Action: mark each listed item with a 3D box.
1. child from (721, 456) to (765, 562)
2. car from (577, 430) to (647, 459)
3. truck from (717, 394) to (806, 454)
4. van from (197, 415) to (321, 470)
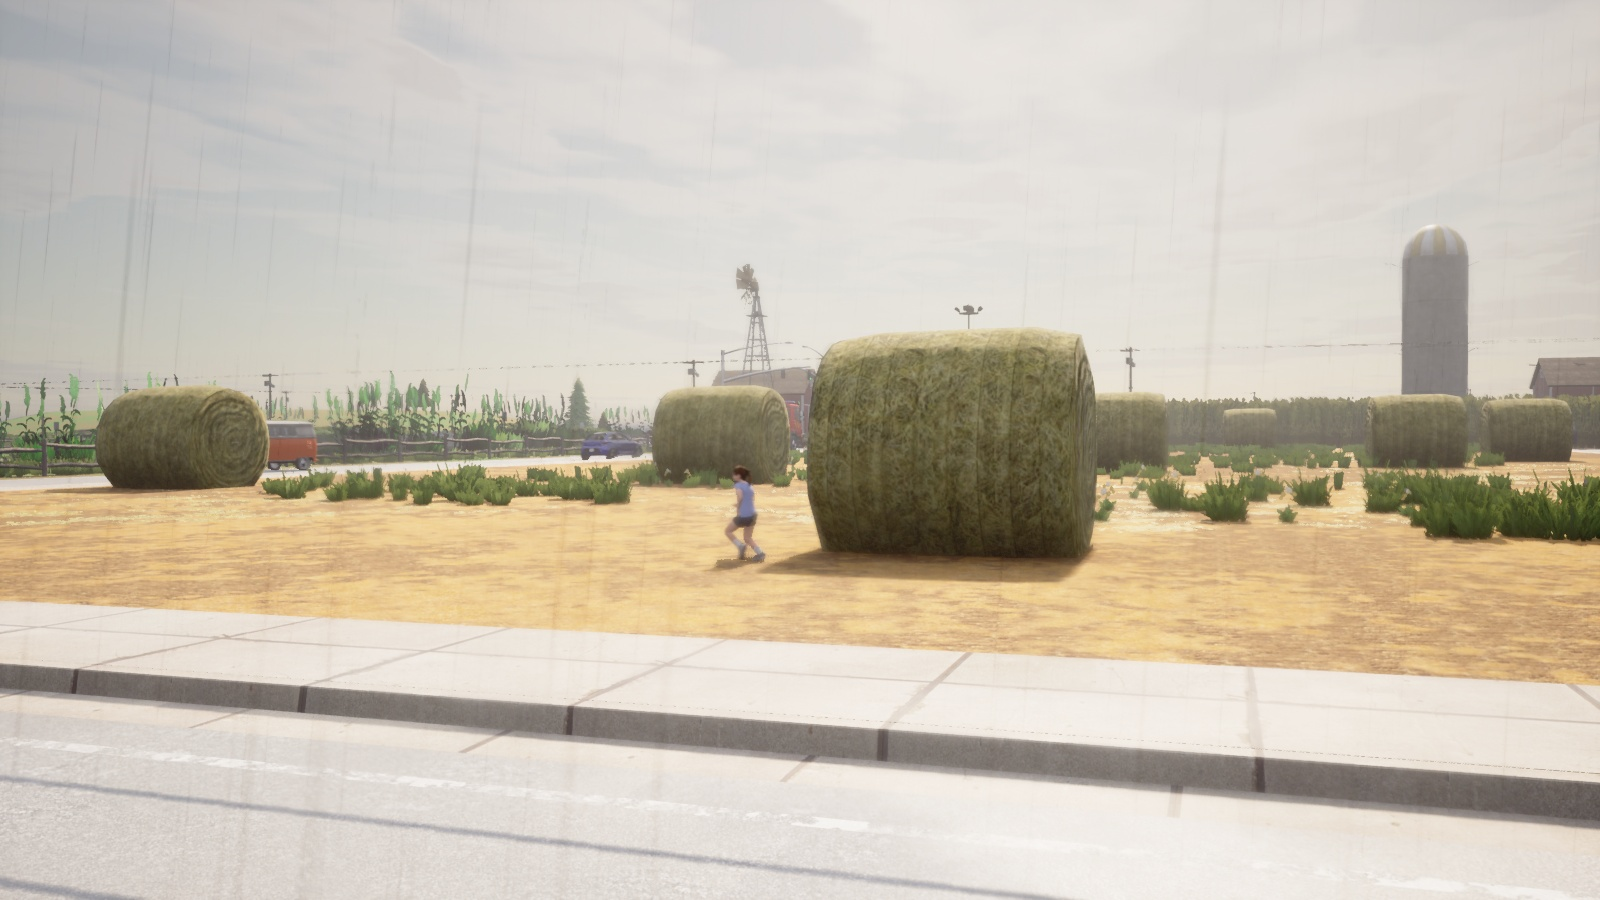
[{"bbox_3d":[-0.613,0.624,13.488,0.394,1.110,0.255,1,1,36],"label":"child"},{"bbox_3d":[-9.896,-0.295,66.425,1.816,1.474,4.193,1,1,21],"label":"car"},{"bbox_3d":[-2.522,-1.747,85.215,2.891,3.827,8.468,1,1,22],"label":"truck"},{"bbox_3d":[-20.729,-0.307,48.338,1.775,1.987,4.442,1,1,21],"label":"van"}]
